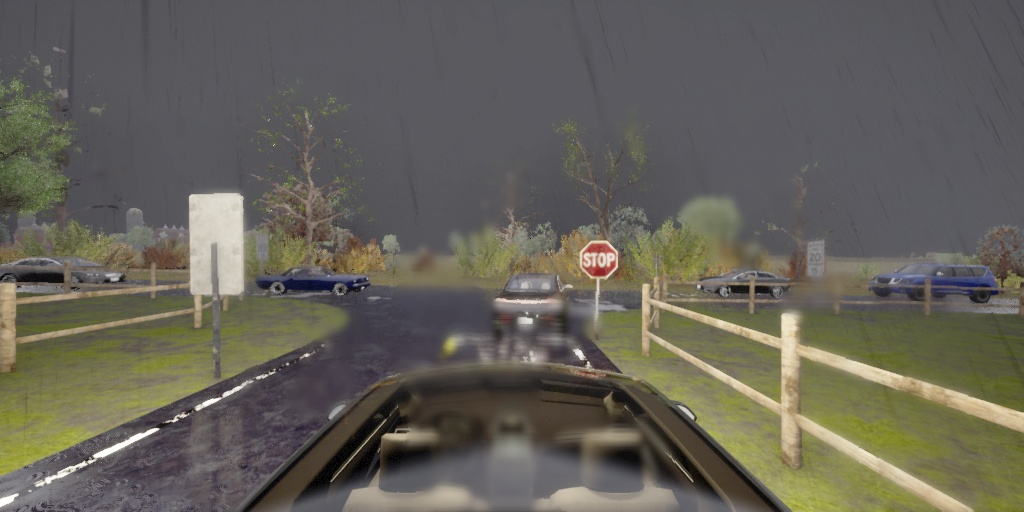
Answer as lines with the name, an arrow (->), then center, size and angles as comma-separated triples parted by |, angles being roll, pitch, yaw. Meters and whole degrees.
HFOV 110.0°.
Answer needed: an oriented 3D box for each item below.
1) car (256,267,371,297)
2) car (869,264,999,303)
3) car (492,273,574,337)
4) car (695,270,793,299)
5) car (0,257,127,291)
car -> -9.430, 1.189, 17.372 | 4.718, 1.301, 1.895 | 1, 1, 0
car -> 23.711, 1.482, 20.248 | 5.566, 2.045, 2.150 | 1, 1, 0
car -> 0.714, 1.239, 10.323 | 2.128, 1.511, 4.902 | 0, 0, 9
car -> 13.020, 1.524, 20.271 | 4.902, 1.511, 2.128 | 1, 1, 0
car -> -21.716, 0.813, 17.394 | 4.902, 1.511, 2.128 | 1, 1, 0
